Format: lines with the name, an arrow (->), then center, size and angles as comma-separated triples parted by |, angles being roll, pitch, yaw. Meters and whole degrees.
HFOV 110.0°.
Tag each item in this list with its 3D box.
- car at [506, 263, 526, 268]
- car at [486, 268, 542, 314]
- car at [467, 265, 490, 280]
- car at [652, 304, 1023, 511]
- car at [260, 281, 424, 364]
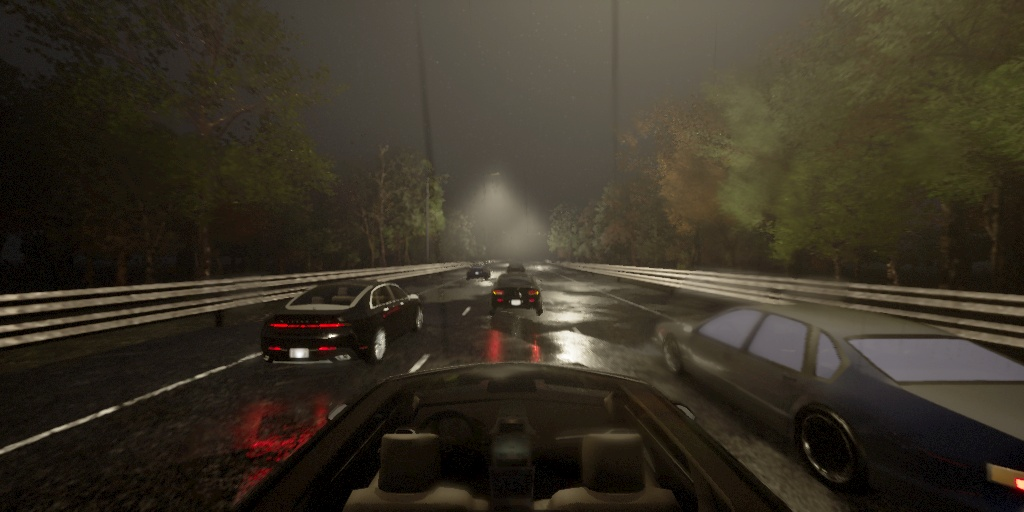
car -> 0.407, 1.449, 36.918 | 1.882, 1.535, 5.008 | 0, 0, 1
car -> 0.145, 1.355, 14.012 | 1.812, 1.442, 4.674 | 0, 0, 0
car -> -3.133, 1.520, 34.468 | 1.994, 1.385, 4.181 | 0, 0, 1
car -> 3.614, 1.317, 4.453 | 2.033, 1.411, 5.357 | 0, 0, 0
car -> -3.384, 1.297, 8.140 | 1.837, 1.490, 4.892 | 0, 0, 0
